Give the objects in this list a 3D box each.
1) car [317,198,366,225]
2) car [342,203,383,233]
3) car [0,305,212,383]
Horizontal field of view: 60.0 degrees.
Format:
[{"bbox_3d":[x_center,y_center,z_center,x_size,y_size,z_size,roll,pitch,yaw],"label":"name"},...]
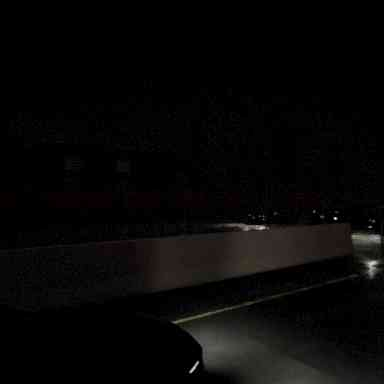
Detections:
[{"bbox_3d":[11.521,1.472,25.593,5.566,2.045,2.150,1,-1,-37],"label":"car"},{"bbox_3d":[11.936,1.704,21.507,5.008,1.535,1.882,1,-1,-37],"label":"car"},{"bbox_3d":[-1.986,1.522,2.329,4.674,1.442,1.812,1,0,-36],"label":"car"}]
